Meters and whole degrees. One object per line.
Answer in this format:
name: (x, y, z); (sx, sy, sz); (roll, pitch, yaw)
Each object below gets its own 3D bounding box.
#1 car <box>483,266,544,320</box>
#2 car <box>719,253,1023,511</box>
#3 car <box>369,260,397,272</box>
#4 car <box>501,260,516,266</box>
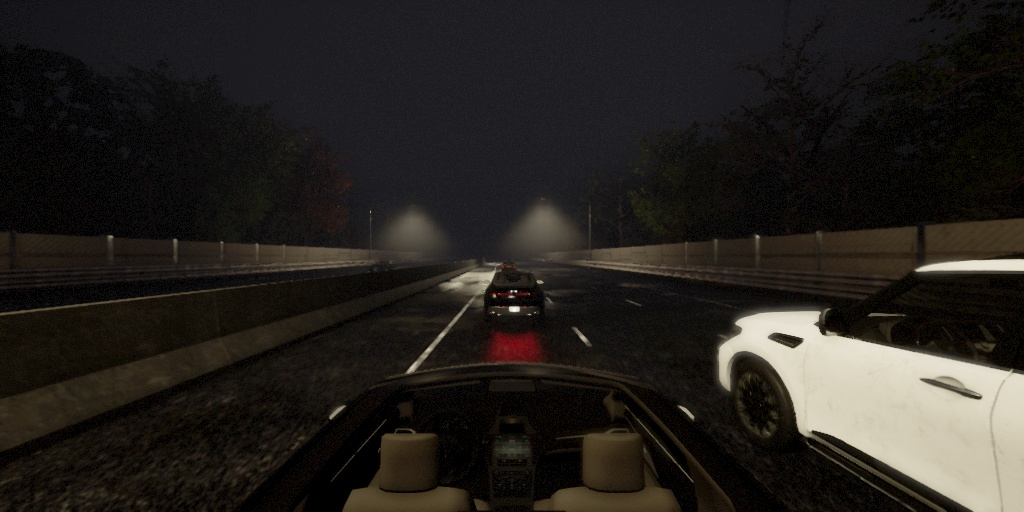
car: (0.055, 1.259, 12.561); (1.837, 1.490, 4.892); (0, 0, 0)
car: (3.594, 0.971, 1.989); (2.150, 2.045, 5.566); (0, 0, 0)
car: (-14.437, 1.256, 40.291); (2.128, 1.511, 4.902); (0, 0, -1)
car: (-0.433, 1.222, 44.412); (1.801, 1.575, 5.366); (0, 0, -1)
